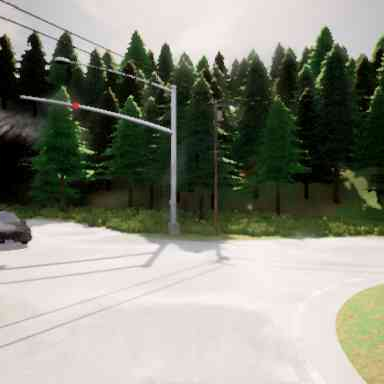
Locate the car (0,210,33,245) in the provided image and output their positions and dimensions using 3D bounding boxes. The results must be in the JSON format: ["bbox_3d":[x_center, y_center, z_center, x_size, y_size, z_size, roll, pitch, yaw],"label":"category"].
[{"bbox_3d":[-8.822,1.545,14.983,2.033,1.411,5.357,0,0,-41],"label":"car"}]
